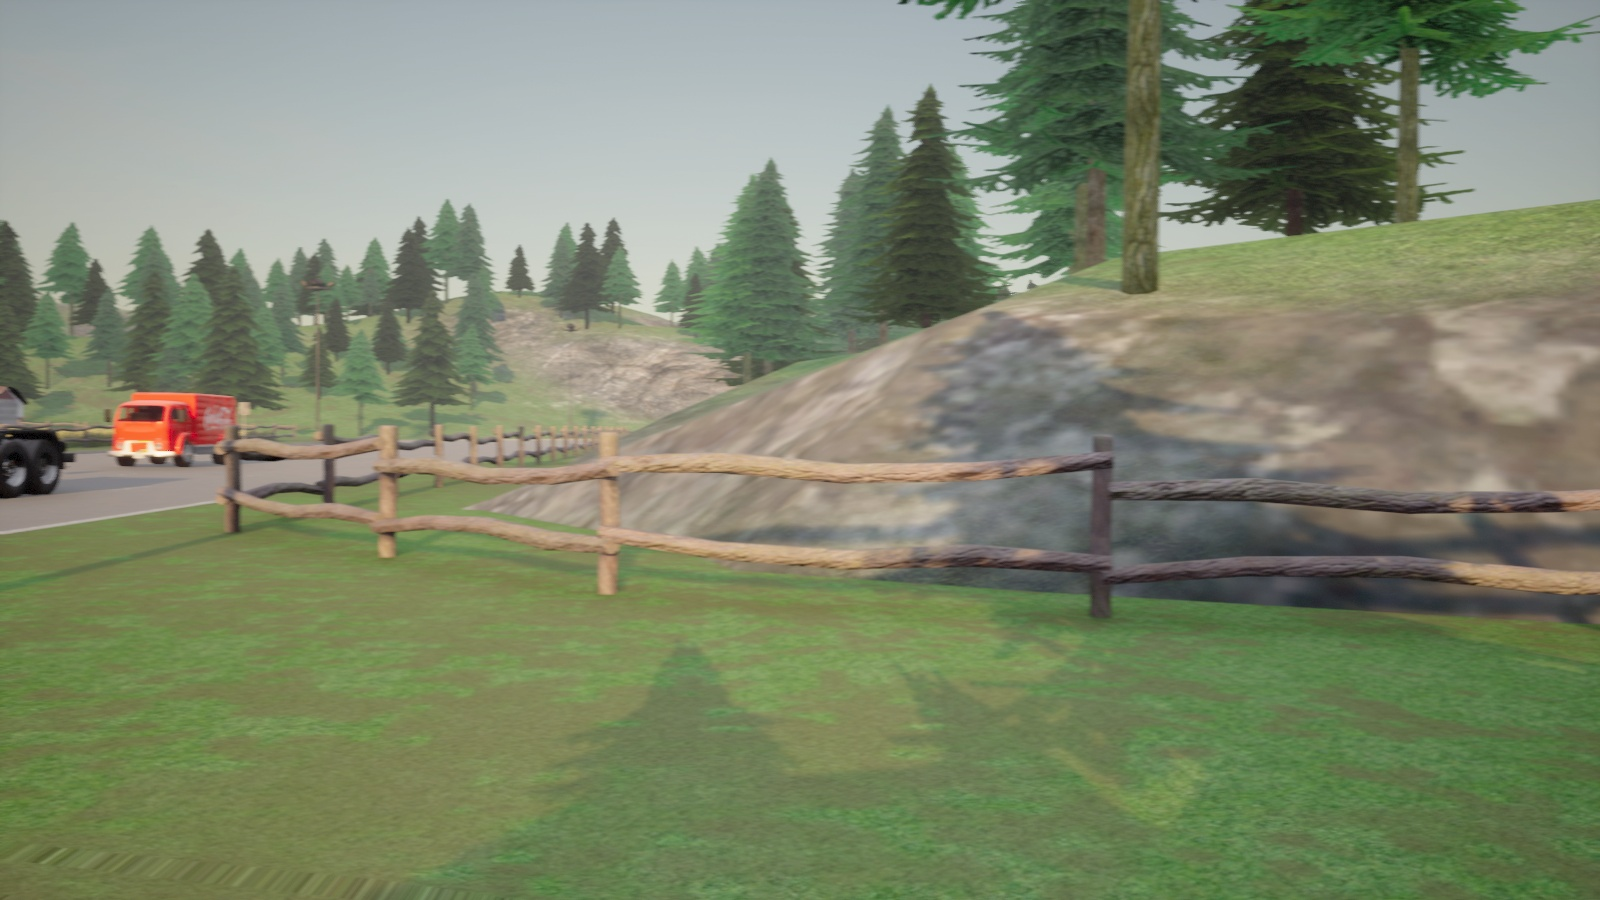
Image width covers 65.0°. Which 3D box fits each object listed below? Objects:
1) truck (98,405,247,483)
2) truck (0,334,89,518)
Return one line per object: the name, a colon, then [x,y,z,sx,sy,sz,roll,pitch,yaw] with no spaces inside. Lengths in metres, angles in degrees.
truck: [-21.124,-0.231,42.592,2.627,2.467,5.204,-1,1,-3]
truck: [-16.387,-0.422,22.730,2.891,3.462,7.936,-1,1,-4]
